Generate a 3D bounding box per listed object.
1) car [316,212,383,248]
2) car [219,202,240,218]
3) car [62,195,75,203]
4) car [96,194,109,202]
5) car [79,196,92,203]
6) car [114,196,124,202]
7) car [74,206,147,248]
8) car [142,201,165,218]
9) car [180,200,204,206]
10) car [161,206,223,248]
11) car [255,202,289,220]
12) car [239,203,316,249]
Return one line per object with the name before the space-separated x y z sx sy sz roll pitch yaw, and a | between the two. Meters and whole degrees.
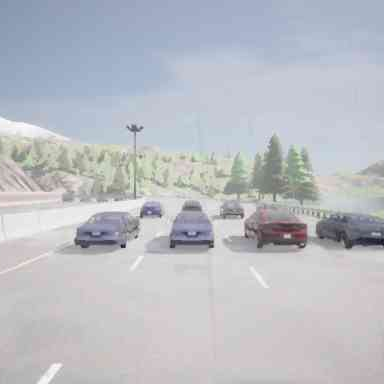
car | 7.000 1.570 14.650 1.994 1.385 4.181 0 0 0
car | 3.500 1.561 29.650 2.033 1.411 5.357 0 0 0
car | -26.082 1.473 70.105 1.837 1.490 4.892 0 0 -8
car | -19.201 1.318 71.402 2.097 1.767 4.553 0 0 -8
car | -22.640 1.492 70.739 1.812 1.442 4.674 0 0 -8
car | -15.755 1.498 72.006 2.033 1.411 5.357 0 0 -8
car | -3.500 1.560 14.650 2.033 1.411 5.357 0 0 0
car | -3.500 1.530 29.650 1.812 1.442 4.674 0 0 0
car | 0.000 1.514 29.650 1.837 1.490 4.892 0 0 0
car | 0.000 1.560 14.650 2.033 1.411 5.357 0 0 0
car | 7.000 1.614 29.680 1.895 1.301 4.718 0 0 0
car | 3.500 1.482 14.650 1.882 1.535 5.008 0 0 0
